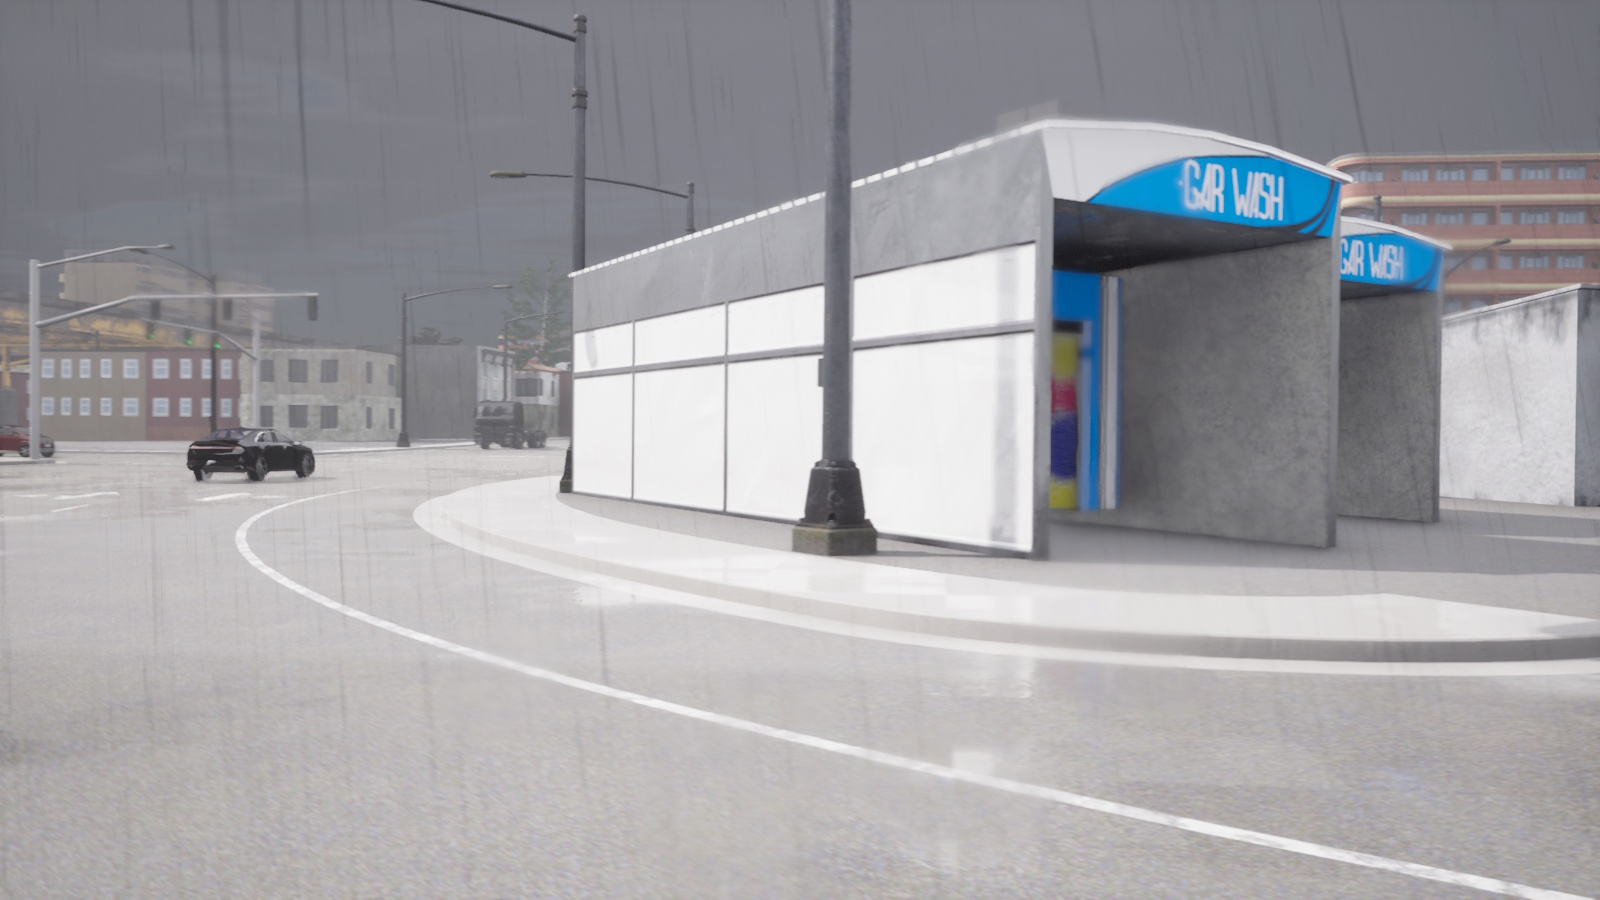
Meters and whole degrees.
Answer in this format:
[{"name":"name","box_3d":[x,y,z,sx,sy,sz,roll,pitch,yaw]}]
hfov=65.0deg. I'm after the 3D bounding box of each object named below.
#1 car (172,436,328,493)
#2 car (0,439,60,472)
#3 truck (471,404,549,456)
[{"name":"car","box_3d":[-15.814,0.360,36.419,2.128,1.511,4.902,0,1,3]},{"name":"car","box_3d":[-37.861,0.266,60.232,3.705,1.549,1.789,0,1,5]},{"name":"truck","box_3d":[-20.342,-1.456,88.522,2.891,3.462,7.936,0,2,6]}]
